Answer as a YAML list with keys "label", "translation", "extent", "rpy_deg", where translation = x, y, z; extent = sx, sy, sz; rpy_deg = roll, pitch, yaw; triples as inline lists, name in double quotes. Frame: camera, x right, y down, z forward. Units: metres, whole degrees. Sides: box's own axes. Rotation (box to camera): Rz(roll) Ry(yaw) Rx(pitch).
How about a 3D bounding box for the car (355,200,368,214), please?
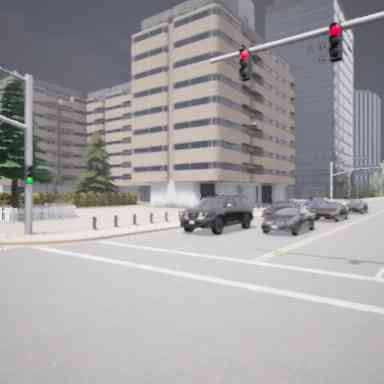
- label: "car"
  translation: [17.210, 1.538, 34.962]
  extent: [2.033, 1.411, 5.357]
  rpy_deg: [0, 0, 36]

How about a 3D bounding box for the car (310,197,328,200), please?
- label: "car"
  translation: [13.555, 1.342, 35.842]
  extent: [2.097, 1.767, 4.553]
  rpy_deg: [0, 0, 37]

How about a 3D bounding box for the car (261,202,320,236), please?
- label: "car"
  translation: [5.528, 1.520, 18.764]
  extent: [1.812, 1.442, 4.674]
  rpy_deg: [0, 0, 36]

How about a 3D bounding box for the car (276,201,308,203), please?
- label: "car"
  translation: [7.594, 1.539, 27.645]
  extent: [2.033, 1.411, 5.357]
  rpy_deg: [0, 0, 36]

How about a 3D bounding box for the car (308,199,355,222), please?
- label: "car"
  translation: [11.127, 1.540, 26.549]
  extent: [2.033, 1.411, 5.357]
  rpy_deg: [0, 0, 36]

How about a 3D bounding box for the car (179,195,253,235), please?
- label: "car"
  translation: [1.598, 1.215, 19.336]
  extent: [2.150, 2.045, 5.566]
  rpy_deg: [0, 0, 36]
